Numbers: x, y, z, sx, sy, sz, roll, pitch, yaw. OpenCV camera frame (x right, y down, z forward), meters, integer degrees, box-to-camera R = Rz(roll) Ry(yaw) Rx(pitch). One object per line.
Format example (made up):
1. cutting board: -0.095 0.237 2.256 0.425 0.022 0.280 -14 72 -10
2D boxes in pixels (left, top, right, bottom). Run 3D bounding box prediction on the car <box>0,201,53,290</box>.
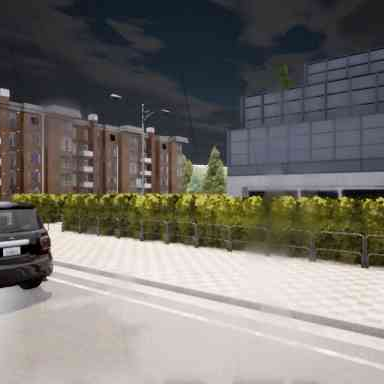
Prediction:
1. car: -5.569 1.221 7.908 5.566 2.045 2.150 0 0 36
